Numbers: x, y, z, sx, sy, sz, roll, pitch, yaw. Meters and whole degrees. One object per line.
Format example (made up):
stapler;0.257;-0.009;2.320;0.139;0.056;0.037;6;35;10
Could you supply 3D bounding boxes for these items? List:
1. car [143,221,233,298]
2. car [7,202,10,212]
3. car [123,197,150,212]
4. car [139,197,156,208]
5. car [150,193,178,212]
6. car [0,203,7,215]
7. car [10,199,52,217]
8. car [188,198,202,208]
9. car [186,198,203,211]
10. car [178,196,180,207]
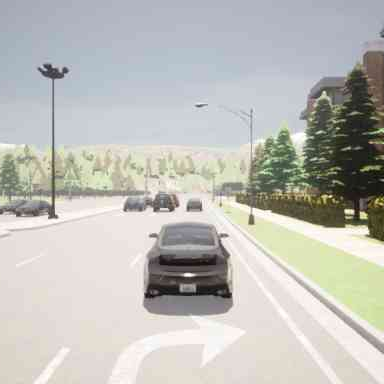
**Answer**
car;-0.085;1.504;8.473;1.837;1.490;4.892;0;0;0
car;-18.348;1.524;35.080;1.812;1.442;4.674;0;0;1
car;-6.705;1.350;39.537;2.097;1.767;4.553;0;0;1
car;-6.554;1.503;49.464;1.837;1.490;4.892;0;0;1
car;-3.216;1.220;38.798;2.150;2.045;5.566;0;0;1
car;-15.030;1.220;21.903;2.150;2.045;5.566;0;0;1
car;-14.894;1.524;31.707;1.812;1.442;4.674;0;0;1
car;0.450;1.562;49.671;1.994;1.385;4.181;0;0;1
car;0.297;1.490;39.606;2.128;1.511;4.902;0;0;1
car;-3.054;1.219;49.441;2.150;2.045;5.566;0;0;1
